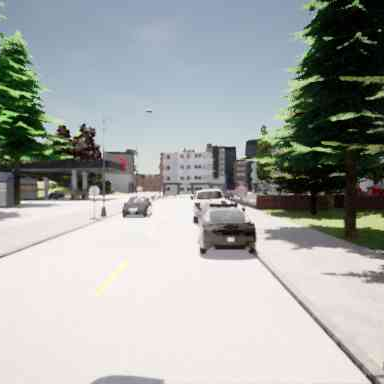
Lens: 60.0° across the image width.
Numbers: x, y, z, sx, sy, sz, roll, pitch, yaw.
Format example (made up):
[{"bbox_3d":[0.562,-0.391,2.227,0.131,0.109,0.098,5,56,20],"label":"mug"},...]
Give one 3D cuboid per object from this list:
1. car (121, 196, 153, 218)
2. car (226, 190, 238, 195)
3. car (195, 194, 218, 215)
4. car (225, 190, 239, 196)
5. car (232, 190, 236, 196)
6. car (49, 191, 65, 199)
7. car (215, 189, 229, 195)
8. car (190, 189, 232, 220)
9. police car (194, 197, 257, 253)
[{"bbox_3d":[-4.115,1.105,25.589,2.128,1.511,4.902,0,1,0],"label":"car"},{"bbox_3d":[11.012,0.141,91.517,1.853,1.218,4.536,0,1,30],"label":"car"},{"bbox_3d":[1.163,1.020,28.947,1.801,1.575,5.366,0,1,0],"label":"car"},{"bbox_3d":[11.038,0.298,91.564,2.038,1.542,4.974,0,1,30],"label":"car"},{"bbox_3d":[6.560,0.576,67.896,4.181,1.385,1.994,0,2,-6],"label":"car"},{"bbox_3d":[-23.978,0.525,58.920,1.845,1.501,3.633,0,1,0],"label":"car"},{"bbox_3d":[8.241,0.049,91.902,3.633,1.501,1.845,0,1,11],"label":"car"},{"bbox_3d":[1.115,0.830,22.783,2.150,2.045,5.566,-3,1,0],"label":"car"},{"bbox_3d":[1.192,1.230,12.868,1.930,1.638,5.238,0,1,0],"label":"police car"}]
